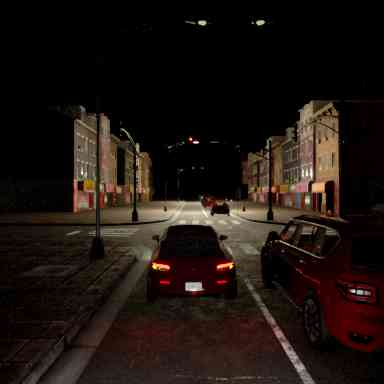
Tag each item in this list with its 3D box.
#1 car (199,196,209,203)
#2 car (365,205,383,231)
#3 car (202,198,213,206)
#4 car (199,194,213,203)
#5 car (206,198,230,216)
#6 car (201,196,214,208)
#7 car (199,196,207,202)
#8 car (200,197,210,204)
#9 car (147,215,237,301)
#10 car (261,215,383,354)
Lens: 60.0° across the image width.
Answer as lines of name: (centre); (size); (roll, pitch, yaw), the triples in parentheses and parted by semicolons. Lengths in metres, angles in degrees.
car: (2.714, 1.719, 76.029); (2.008, 1.369, 4.403); (0, 0, 0)
car: (13.561, 1.583, 20.681); (4.674, 1.442, 1.812); (0, -1, 0)
car: (2.700, 1.691, 59.716); (1.802, 1.307, 4.206); (0, 0, 0)
car: (2.697, 1.406, 54.279); (2.192, 1.841, 5.009); (1, 0, 0)
car: (2.676, 1.582, 32.530); (1.887, 1.381, 4.507); (1, 0, 0)
car: (2.690, 1.621, 48.841); (1.887, 1.381, 4.507); (1, 0, 0)
car: (2.723, 1.779, 86.904); (1.947, 1.339, 4.313); (0, 0, 0)
car: (2.709, 1.729, 70.591); (1.802, 1.307, 4.206); (0, 0, 0)
car: (-0.043, 1.530, 8.252); (1.812, 1.442, 4.674); (0, 0, -2)
car: (2.656, 1.318, 6.099); (2.192, 1.841, 5.009); (1, 0, 0)
